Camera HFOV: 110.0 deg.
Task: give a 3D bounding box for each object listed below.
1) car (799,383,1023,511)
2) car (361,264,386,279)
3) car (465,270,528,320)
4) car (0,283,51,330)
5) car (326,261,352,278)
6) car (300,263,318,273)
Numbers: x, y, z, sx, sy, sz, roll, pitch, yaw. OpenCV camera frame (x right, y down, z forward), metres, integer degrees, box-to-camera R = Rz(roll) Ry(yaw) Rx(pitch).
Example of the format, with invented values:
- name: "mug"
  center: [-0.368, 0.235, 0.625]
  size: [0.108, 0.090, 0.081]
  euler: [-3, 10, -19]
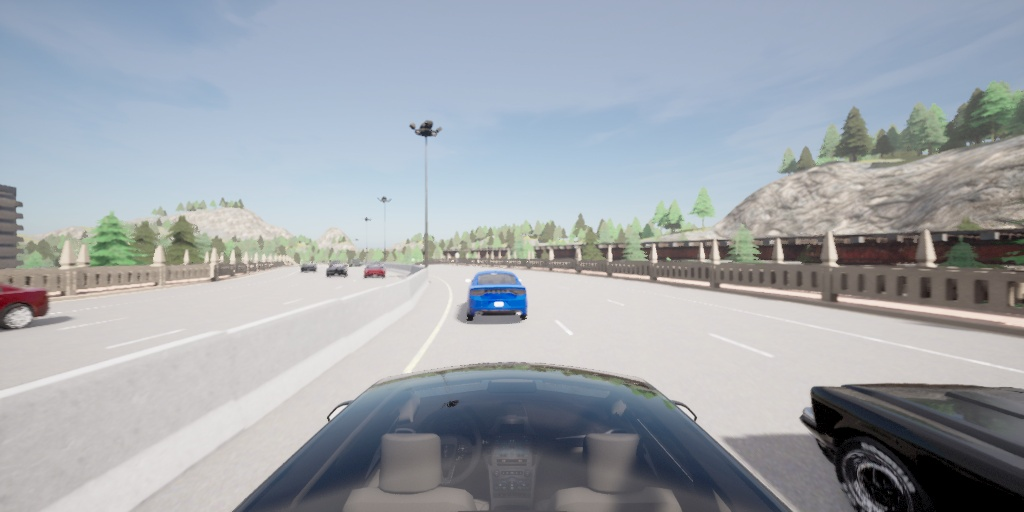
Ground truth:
- name: "car"
  center: [3.480, 1.342, 1.042]
  size: [1.895, 1.301, 4.718]
  euler: [0, 0, 1]
- name: "car"
  center: [-12.822, 1.440, 33.693]
  size: [1.895, 1.301, 4.718]
  euler: [0, 0, -20]
- name: "car"
  center: [-0.631, 1.238, 12.768]
  size: [1.882, 1.535, 5.008]
  euler: [0, 0, -6]
- name: "car"
  center: [-14.450, 1.279, 8.415]
  size: [1.882, 1.535, 5.008]
  euler: [0, 0, -5]
- name: "car"
  center: [-17.433, 1.473, 35.919]
  size: [1.895, 1.301, 4.718]
  euler: [0, 0, -23]
- name: "car"
  center: [-26.653, 1.546, 47.183]
  size: [1.895, 1.301, 4.718]
  euler: [0, 0, -27]
